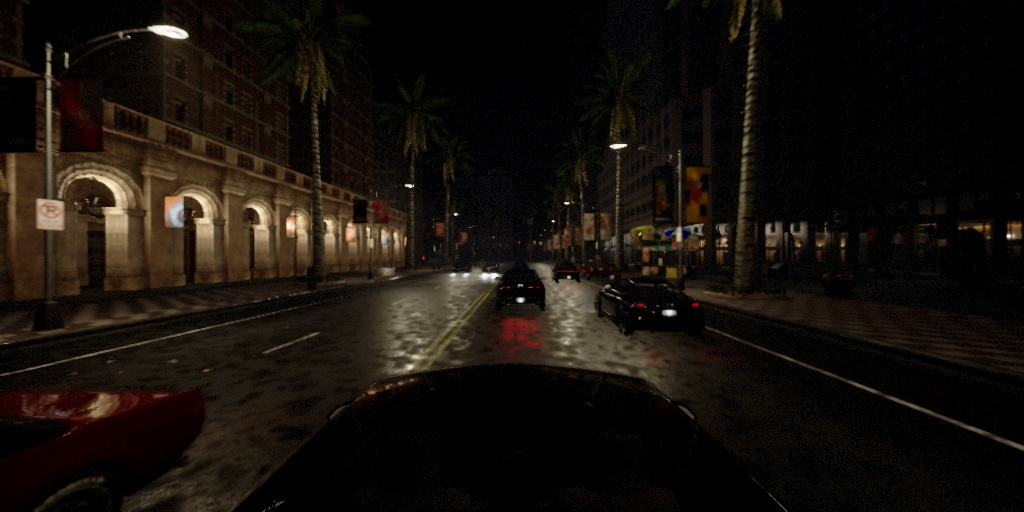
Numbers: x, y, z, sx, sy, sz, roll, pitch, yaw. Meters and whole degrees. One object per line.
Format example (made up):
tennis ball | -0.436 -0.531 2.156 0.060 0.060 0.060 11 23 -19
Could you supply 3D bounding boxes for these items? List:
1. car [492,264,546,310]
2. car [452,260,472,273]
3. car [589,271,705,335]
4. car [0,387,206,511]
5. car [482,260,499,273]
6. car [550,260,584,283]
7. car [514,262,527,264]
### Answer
car | 0.350 1.265 14.782 1.837 1.490 4.892 0 0 1
car | -6.095 1.313 43.847 1.837 1.490 4.892 0 0 2
car | 3.756 1.307 10.457 1.994 1.385 4.181 0 0 1
car | -3.657 1.364 0.873 1.895 1.301 4.718 0 0 1
car | -2.577 1.288 44.206 2.128 1.511 4.902 0 0 2
car | 4.148 1.262 28.182 1.837 1.490 4.892 0 0 1
car | 0.787 1.301 33.808 1.812 1.442 4.674 0 0 2
